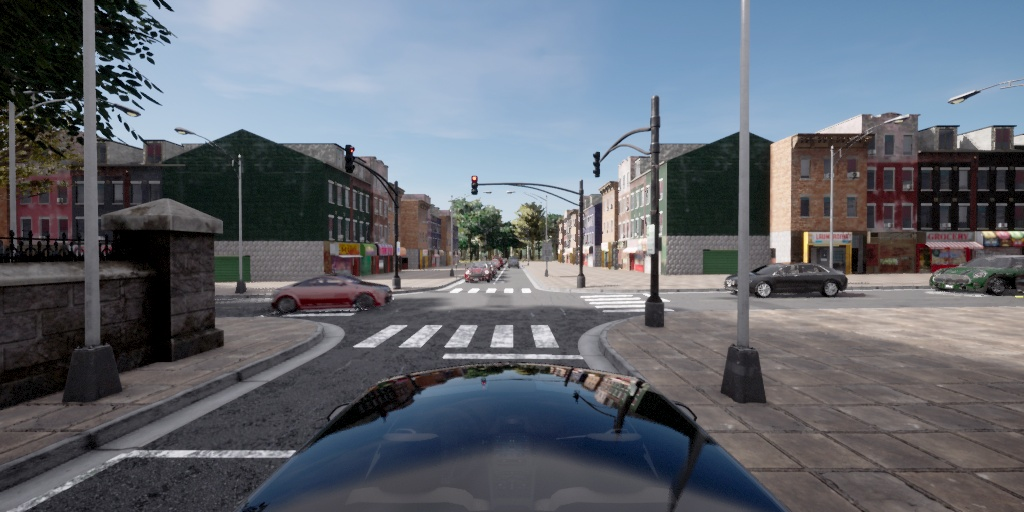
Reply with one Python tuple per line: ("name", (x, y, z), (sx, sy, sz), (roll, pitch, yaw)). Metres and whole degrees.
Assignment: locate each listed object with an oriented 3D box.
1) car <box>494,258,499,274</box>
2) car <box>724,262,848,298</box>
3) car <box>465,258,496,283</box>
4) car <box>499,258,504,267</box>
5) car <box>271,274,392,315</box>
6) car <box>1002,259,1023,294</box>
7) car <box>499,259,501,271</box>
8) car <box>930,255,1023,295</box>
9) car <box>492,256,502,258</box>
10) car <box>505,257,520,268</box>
("car", (-2.537, 1.204, 33.532), (1.967, 1.591, 4.097), (0, 0, 0))
("car", (12.322, 1.046, 16.316), (4.892, 1.490, 1.837), (-1, 1, 0))
("car", (-2.555, 1.199, 28.097), (1.967, 1.591, 4.097), (0, 0, 0))
("car", (-2.483, 1.329, 49.835), (1.888, 1.381, 4.507), (0, 0, 0))
("car", (-6.930, 1.409, 14.095), (4.181, 1.385, 1.994), (-1, 1, -11))
("car", (22.038, 0.947, 13.333), (4.892, 1.490, 1.837), (-1, 1, 0))
("car", (-2.519, 1.335, 38.966), (1.948, 1.339, 4.313), (0, 0, 0))
("car", (22.100, 0.763, 16.280), (4.553, 1.767, 2.097), (-1, 1, 0))
("car", (-2.832, 1.259, 60.907), (1.801, 1.575, 5.366), (0, 0, 0))
("car", (0.294, 1.294, 61.305), (2.128, 1.511, 4.902), (0, 0, 0))
